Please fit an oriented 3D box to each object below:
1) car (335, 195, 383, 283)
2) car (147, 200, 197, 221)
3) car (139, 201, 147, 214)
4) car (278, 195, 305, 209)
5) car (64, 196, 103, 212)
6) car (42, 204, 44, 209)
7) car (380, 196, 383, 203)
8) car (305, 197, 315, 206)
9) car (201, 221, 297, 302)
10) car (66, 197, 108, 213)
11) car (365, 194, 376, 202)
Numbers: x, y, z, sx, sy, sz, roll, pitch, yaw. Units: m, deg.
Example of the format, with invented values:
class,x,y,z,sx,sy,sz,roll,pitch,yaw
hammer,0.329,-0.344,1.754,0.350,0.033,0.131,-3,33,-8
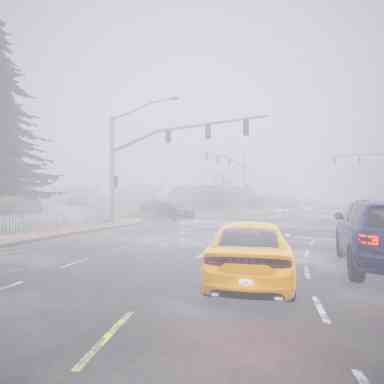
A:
class,x,y,z,sx,sy,sz,roll,pitch,yaw
car,5.453,1.221,9.459,2.150,2.045,5.566,0,0,19
car,-1.563,1.555,27.793,1.837,1.490,4.892,2,-2,-36
car,-3.274,1.560,34.368,4.892,1.490,1.837,0,0,32
car,13.332,1.547,45.166,2.033,1.411,5.357,0,0,31
car,-13.256,1.408,40.579,4.553,1.767,2.097,0,0,32
car,-20.178,1.581,40.767,4.674,1.442,1.812,0,0,32
car,40.485,1.540,69.234,2.033,1.411,5.357,0,0,31
car,18.687,1.526,53.900,1.812,1.442,4.674,0,0,32
car,1.490,1.478,8.426,1.882,1.535,5.008,0,0,12
car,-11.011,1.581,35.060,4.674,1.442,1.812,0,0,32
car,42.809,1.355,79.739,2.097,1.767,4.553,0,0,31
